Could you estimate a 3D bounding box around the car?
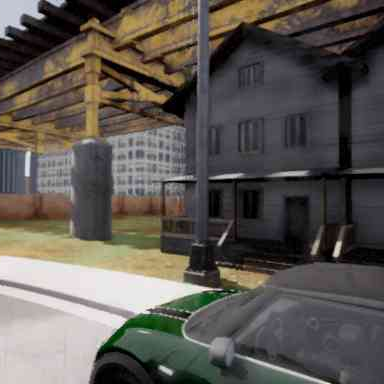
[{"bbox_3d":[1.150,1.421,2.780,4.553,1.767,2.097,-1,-1,39],"label":"car"}]
